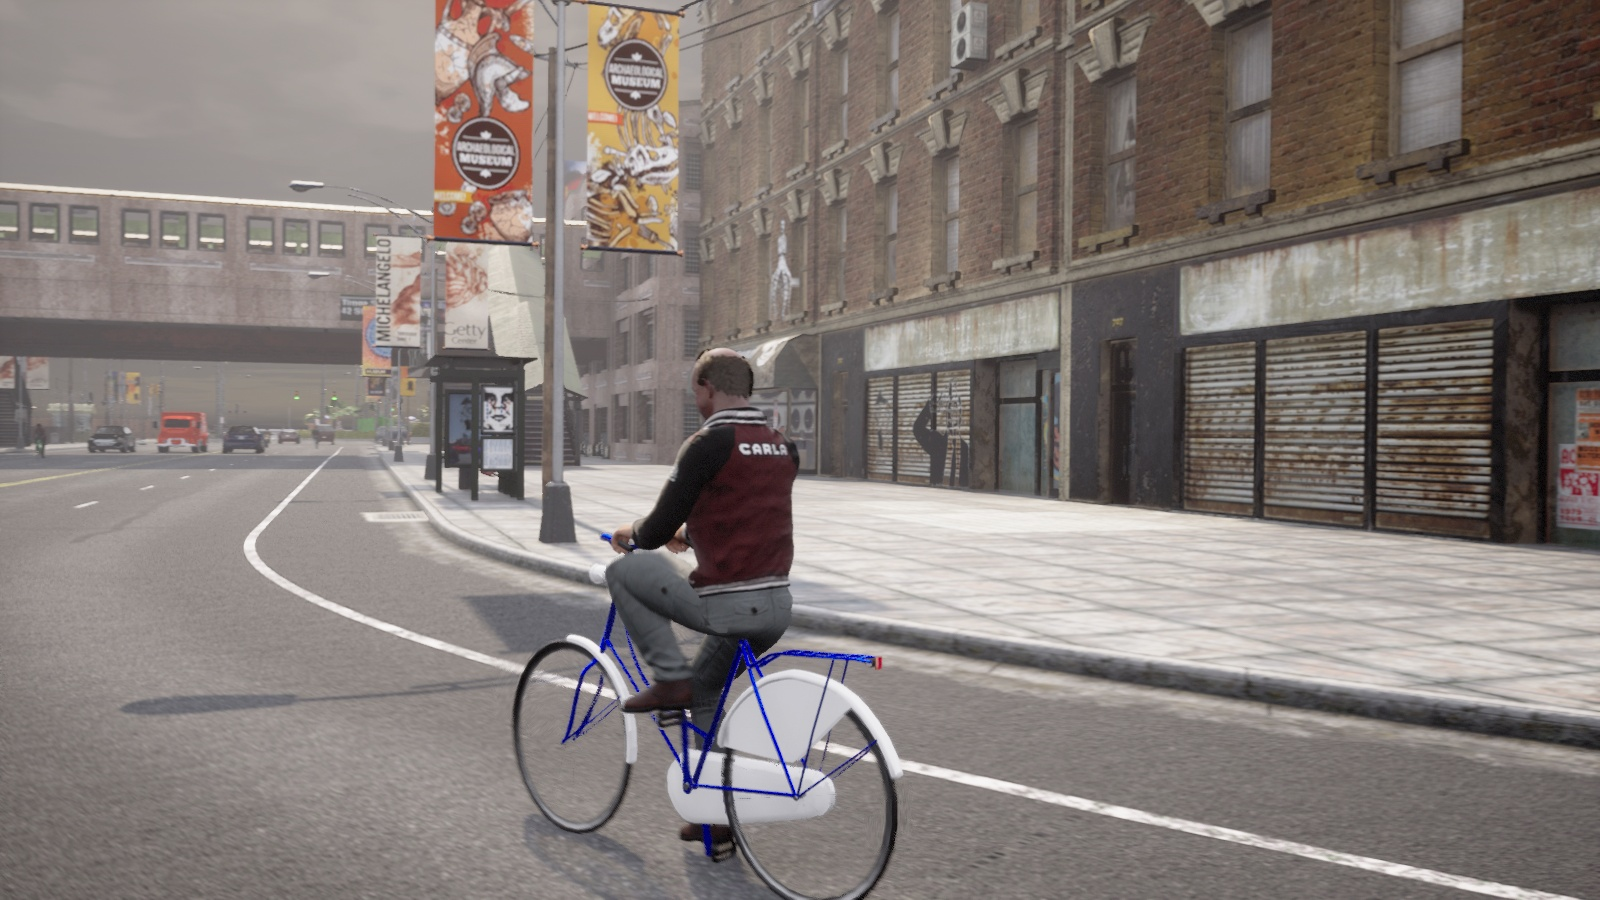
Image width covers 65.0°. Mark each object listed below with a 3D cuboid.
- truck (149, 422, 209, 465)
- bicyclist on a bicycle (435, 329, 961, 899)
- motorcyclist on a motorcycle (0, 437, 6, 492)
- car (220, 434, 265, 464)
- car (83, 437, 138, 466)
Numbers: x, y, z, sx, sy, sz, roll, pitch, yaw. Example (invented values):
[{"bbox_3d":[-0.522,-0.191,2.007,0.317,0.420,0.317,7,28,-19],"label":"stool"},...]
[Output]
[{"bbox_3d":[-37.379,-0.401,75.730,2.627,2.467,5.204,-1,1,-19],"label":"truck"},{"bbox_3d":[-0.416,0.552,4.252,1.843,1.776,0.659,0,1,40],"label":"bicyclist on a bicycle"},{"bbox_3d":[-23.362,0.428,35.774,0.866,1.590,1.817,-1,1,-19],"label":"motorcyclist on a motorcycle"},{"bbox_3d":[-33.938,-0.094,76.504,2.097,1.767,4.553,-1,1,-19],"label":"car"},{"bbox_3d":[-40.252,0.070,73.366,2.033,1.649,4.856,-1,1,-19],"label":"car"}]
